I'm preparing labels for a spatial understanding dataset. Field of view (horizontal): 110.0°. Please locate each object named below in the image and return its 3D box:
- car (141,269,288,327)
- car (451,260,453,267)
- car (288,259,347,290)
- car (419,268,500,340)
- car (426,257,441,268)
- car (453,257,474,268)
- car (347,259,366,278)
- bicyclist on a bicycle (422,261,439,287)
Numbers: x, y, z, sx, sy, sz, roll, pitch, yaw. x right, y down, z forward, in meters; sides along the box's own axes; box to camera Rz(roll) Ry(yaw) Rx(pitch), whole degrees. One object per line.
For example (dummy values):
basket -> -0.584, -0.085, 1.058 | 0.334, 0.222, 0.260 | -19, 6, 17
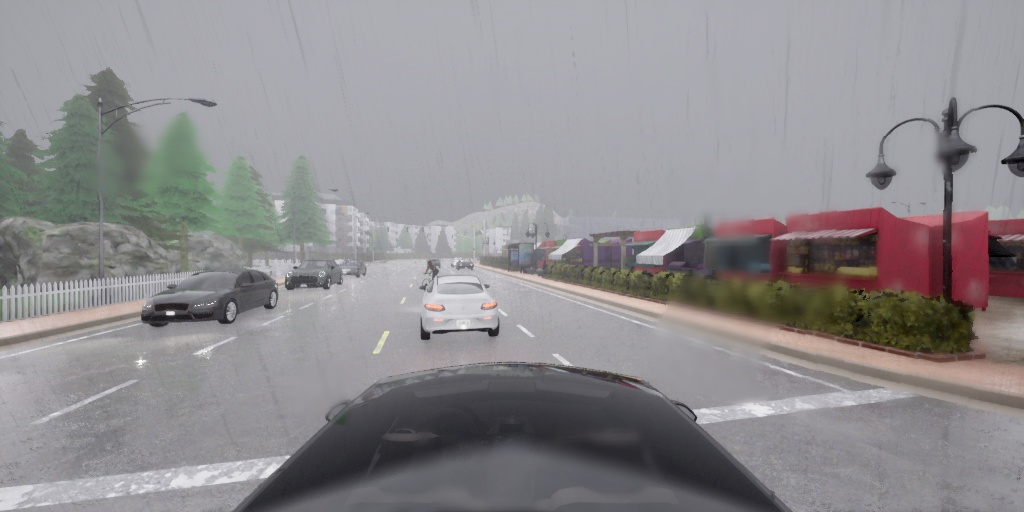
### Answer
car -> -9.241, 1.190, 11.483 | 1.837, 1.490, 4.892 | 0, 0, -13
car -> -7.890, 0.906, 52.647 | 1.812, 1.442, 4.674 | 0, 0, -13
car -> -11.490, 0.966, 21.073 | 2.097, 1.767, 4.553 | 0, 0, -13
car -> -1.521, 1.225, 9.807 | 1.812, 1.442, 4.674 | 0, 0, -13
car -> -11.096, 0.898, 50.810 | 1.837, 1.490, 4.892 | 0, 0, -13
car -> -5.830, 1.048, 43.775 | 1.895, 1.301, 4.718 | 0, 0, -13
car -> -13.734, 1.034, 30.684 | 2.128, 1.511, 4.902 | 0, 0, -13
bicyclist on a bicycle -> -4.401, 1.078, 19.642 | 0.582, 1.620, 1.656 | 0, 1, 25
